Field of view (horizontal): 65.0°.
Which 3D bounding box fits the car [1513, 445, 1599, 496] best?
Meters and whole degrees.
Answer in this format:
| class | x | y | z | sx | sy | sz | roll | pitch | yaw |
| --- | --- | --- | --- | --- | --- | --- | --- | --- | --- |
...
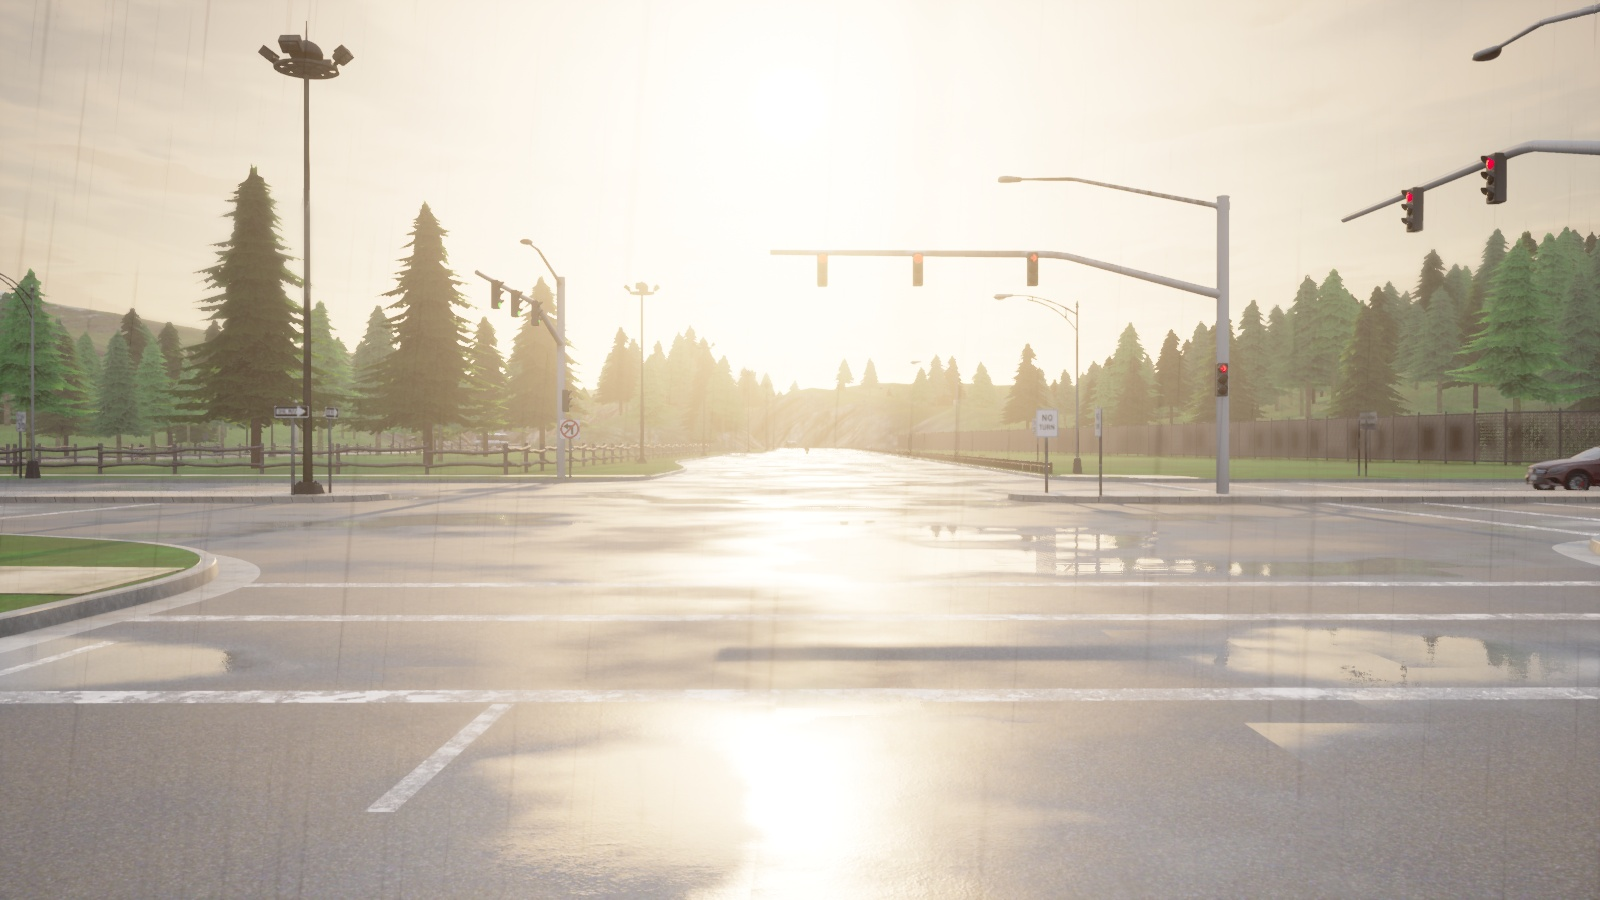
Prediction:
| class | x | y | z | sx | sy | sz | roll | pitch | yaw |
| --- | --- | --- | --- | --- | --- | --- | --- | --- | --- |
| car | 23.723 | 0.584 | 36.746 | 4.674 | 1.442 | 1.812 | 0 | 0 | 1 |
